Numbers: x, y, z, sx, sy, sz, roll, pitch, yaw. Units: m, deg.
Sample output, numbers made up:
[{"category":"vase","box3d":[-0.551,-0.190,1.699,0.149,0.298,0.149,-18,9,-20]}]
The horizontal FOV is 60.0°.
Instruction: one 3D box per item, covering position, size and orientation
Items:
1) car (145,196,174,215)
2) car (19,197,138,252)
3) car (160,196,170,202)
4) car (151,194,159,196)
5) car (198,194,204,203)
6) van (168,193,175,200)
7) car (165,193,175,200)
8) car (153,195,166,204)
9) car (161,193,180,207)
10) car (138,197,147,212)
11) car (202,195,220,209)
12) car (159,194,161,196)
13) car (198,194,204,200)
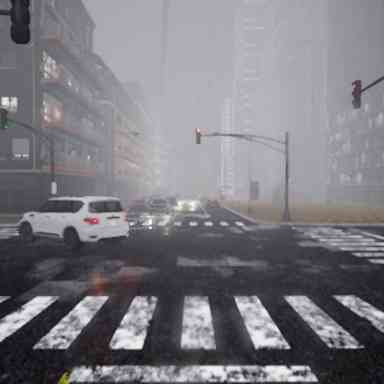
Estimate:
[{"category":"car","box3d":[-3.139,1.438,33.056,1.837,1.490,4.892,0,0,0]},{"category":"car","box3d":[-5.135,1.204,14.171,5.566,2.045,2.150,0,0,37]},{"category":"car","box3d":[-5.791,1.452,70.734,1.802,1.307,4.206,-1,0,0]},{"category":"car","box3d":[-5.756,1.356,42.489,1.967,1.590,4.097,-1,0,0]},{"category":"car","box3d":[2.564,1.431,65.153,2.008,1.369,4.403,-1,0,0]},{"category":"van","box3d":[-5.823,1.177,93.328,1.690,1.788,3.998,-1,0,0]},{"category":"car","box3d":[-5.816,1.159,87.680,2.192,1.841,5.009,-1,0,0]},{"category":"car","box3d":[-5.778,1.328,59.435,1.967,1.590,4.097,-1,0,0]},{"category":"car","box3d":[-3.142,1.382,49.540,1.882,1.535,5.008,0,0,0]},{"category":"car","box3d":[-5.747,1.471,36.840,1.887,1.381,4.507,-1,0,0]},{"category":"car","box3d":[2.592,1.462,42.557,1.887,1.381,4.507,-1,0,0]},{"category":"car","box3d":[-5.772,1.212,53.787,2.192,1.841,5.009,-1,0,0]},{"category":"car","box3d":[2.526,1.362,93.568,1.752,1.417,4.829,-1,0,0]}]
